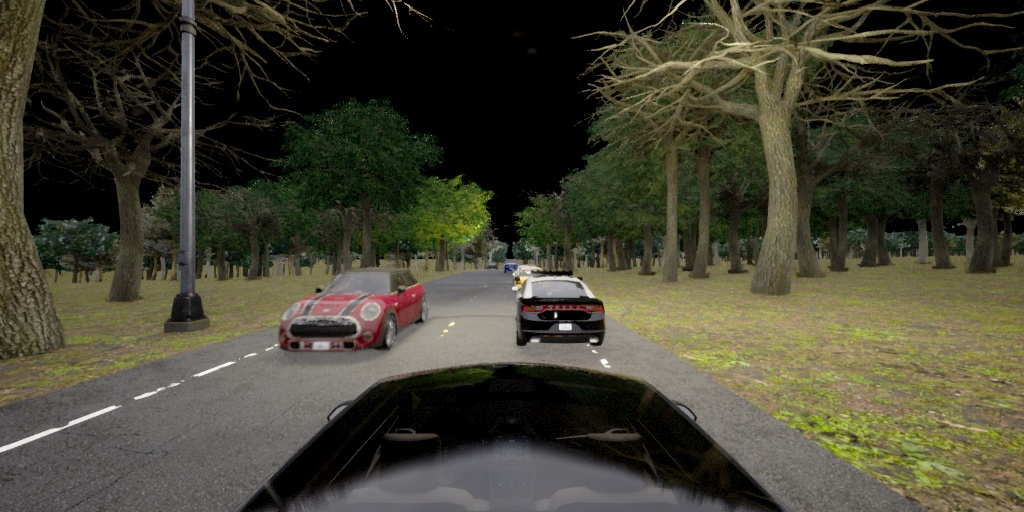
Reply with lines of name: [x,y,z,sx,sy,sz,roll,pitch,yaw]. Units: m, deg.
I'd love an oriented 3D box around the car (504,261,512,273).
car: [-0.066,1.504,48.892,1.882,1.535,5.008,0,-1,0]

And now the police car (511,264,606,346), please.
police car: [1.036,1.185,9.576,1.930,1.638,5.238,0,0,0]

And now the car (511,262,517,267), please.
car: [1.015,1.253,19.659,1.801,1.575,5.366,0,0,0]

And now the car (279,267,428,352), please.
car: [-3.614,1.110,9.029,2.097,1.767,4.553,0,0,0]
